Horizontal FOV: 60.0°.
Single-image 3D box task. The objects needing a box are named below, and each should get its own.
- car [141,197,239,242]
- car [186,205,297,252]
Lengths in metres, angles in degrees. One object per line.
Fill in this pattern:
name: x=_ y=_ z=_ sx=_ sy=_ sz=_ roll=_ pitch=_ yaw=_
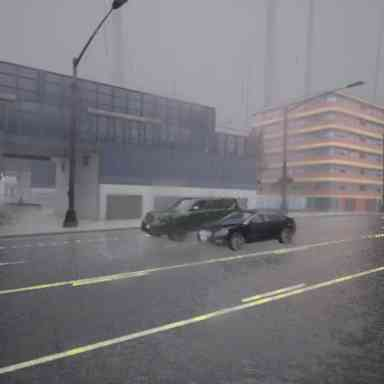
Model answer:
car: x=0.196 y=1.261 z=17.030 sx=5.566 sy=2.045 sz=2.150 roll=0 pitch=0 yaw=-37
car: x=2.456 y=1.528 z=14.326 sx=4.902 sy=1.511 sz=2.128 roll=0 pitch=0 yaw=-35
